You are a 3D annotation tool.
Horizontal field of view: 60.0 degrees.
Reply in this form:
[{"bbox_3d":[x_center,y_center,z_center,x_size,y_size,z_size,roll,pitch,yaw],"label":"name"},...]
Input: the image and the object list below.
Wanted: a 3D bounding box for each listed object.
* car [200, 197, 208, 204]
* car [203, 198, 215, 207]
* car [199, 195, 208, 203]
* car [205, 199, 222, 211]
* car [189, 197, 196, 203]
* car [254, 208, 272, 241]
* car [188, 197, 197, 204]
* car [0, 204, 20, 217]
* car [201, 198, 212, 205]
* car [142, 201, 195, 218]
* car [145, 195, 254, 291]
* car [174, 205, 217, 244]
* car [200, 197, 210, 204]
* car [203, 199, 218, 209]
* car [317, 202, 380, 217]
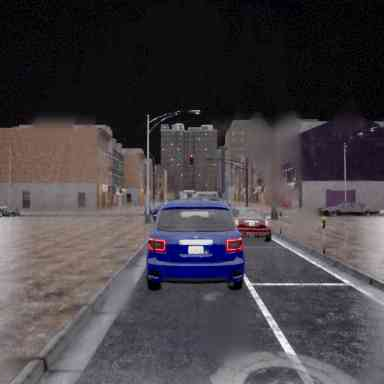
[{"bbox_3d":[2.757,1.911,76.348,1.752,1.417,4.829,1,-1,0],"label":"car"},{"bbox_3d":[2.729,1.716,54.597,1.752,1.417,4.829,1,0,0],"label":"car"},{"bbox_3d":[2.769,1.755,81.618,2.192,1.841,5.009,1,-1,0],"label":"car"},{"bbox_3d":[2.713,1.683,43.554,1.947,1.339,4.313,1,0,0],"label":"car"},{"bbox_3d":[0.114,1.970,84.379,1.837,1.490,4.892,0,-1,0],"label":"car"},{"bbox_3d":[2.683,1.462,16.807,1.967,1.590,4.097,2,0,0],"label":"car"},{"bbox_3d":[0.101,1.889,74.231,2.128,1.511,4.902,0,-1,0],"label":"car"},{"bbox_3d":[-17.633,1.567,28.921,4.892,1.490,1.837,0,-2,0],"label":"car"},{"bbox_3d":[2.742,1.846,65.303,1.947,1.339,4.313,1,-1,0],"label":"car"},{"bbox_3d":[-2.172,1.588,31.190,4.674,1.442,1.812,1,-1,-36],"label":"car"},{"bbox_3d":[0.052,1.230,9.203,2.150,2.045,5.566,0,0,-1],"label":"car"},{"bbox_3d":[0.118,1.500,16.994,1.882,1.535,5.008,0,0,-1],"label":"car"},{"bbox_3d":[2.750,1.858,70.910,1.752,1.417,4.829,1,-1,0],"label":"car"},{"bbox_3d":[2.720,1.717,48.991,1.947,1.339,4.313,1,0,0],"label":"car"},{"bbox_3d":[14.756,1.621,31.585,5.357,1.411,2.033,0,-2,3],"label":"car"}]
